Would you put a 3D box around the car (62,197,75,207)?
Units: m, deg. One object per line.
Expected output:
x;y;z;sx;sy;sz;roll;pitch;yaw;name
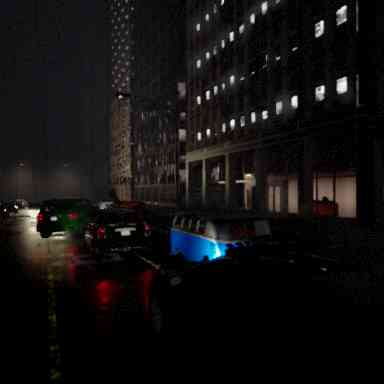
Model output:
-24.635;1.877;66.321;2.192;1.841;5.009;-1;0;-24;car

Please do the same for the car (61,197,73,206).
-26.934;1.926;71.519;2.192;1.841;5.009;-1;0;-24;car

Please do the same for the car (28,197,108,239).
-6.673;1.374;18.732;2.150;2.045;5.566;-1;0;0;car

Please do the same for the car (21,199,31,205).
-39.191;2.351;78.523;1.947;1.339;4.313;-1;0;-24;car

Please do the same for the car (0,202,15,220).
-18.500;1.901;31.744;2.008;1.369;4.403;-1;0;-24;car

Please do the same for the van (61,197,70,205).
-29.232;2.000;76.716;1.690;1.788;3.998;-1;0;-24;van

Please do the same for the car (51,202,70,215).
-15.596;1.946;39.335;1.895;1.301;4.718;-1;0;-23;car

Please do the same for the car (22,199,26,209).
-27.695;2.126;52.534;1.802;1.307;4.206;-1;0;-24;car

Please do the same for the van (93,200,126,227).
-6.242;1.514;24.739;1.690;1.788;3.998;-1;0;-24;van

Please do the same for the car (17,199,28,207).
-34.524;2.213;67.973;1.752;1.417;4.829;-1;0;-24;car

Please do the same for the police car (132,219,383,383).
0.865;1.430;4.270;1.930;1.638;5.238;-1;0;-24;police car

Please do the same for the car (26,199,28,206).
-24.836;2.111;52.743;1.895;1.301;4.718;-1;0;-24;car

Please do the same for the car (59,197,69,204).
-31.529;2.147;81.914;1.967;1.590;4.097;-1;0;-24;car

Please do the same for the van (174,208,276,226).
0.655;1.368;9.146;1.690;1.788;3.998;-1;0;-24;van

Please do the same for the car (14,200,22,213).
-23.097;1.998;42.139;2.008;1.369;4.403;-1;0;-24;car

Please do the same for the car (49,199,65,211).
-20.546;1.941;50.454;2.128;1.511;4.902;-1;0;-24;car

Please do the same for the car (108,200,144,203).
-3.944;1.439;19.541;2.192;1.841;5.009;-1;0;-24;car

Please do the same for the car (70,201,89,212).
-15.434;1.919;45.530;2.008;1.369;4.403;-1;0;-24;car

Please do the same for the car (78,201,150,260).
-3.125;1.440;13.287;2.097;1.767;4.553;-1;0;-24;car
